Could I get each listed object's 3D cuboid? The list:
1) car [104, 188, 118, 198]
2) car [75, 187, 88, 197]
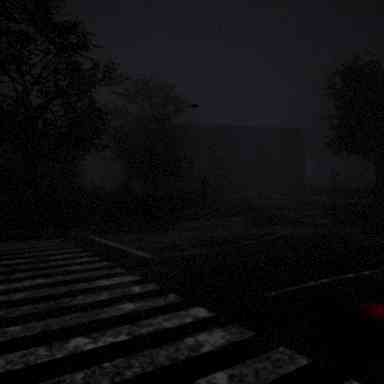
[{"bbox_3d":[-12.926,0.193,50.750,2.231,1.521,4.892,-1,2,16],"label":"car"},{"bbox_3d":[-15.343,-0.019,52.464,2.435,2.045,5.566,-1,2,16],"label":"car"}]
